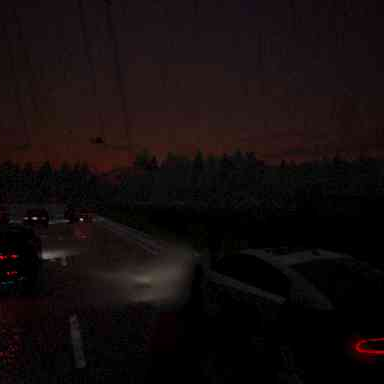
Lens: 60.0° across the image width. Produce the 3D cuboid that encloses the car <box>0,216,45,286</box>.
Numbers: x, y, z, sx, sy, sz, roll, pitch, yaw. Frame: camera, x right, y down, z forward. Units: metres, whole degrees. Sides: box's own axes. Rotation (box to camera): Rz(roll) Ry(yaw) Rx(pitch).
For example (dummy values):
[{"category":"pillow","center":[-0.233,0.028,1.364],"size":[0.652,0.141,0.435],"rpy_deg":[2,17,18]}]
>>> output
[{"category":"car","center":[-5.421,1.690,9.623],"size":[1.837,1.490,4.892],"rpy_deg":[0,-1,-23]}]

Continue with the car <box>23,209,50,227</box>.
[{"category":"car","center":[-12.675,2.059,27.073],"size":[2.033,1.411,5.357],"rpy_deg":[0,-1,-23]}]

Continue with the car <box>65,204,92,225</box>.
[{"category":"car","center":[-10.113,2.072,29.921],"size":[1.837,1.490,4.892],"rpy_deg":[0,-1,-22]}]

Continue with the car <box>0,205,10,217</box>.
[{"category":"car","center":[-17.199,1.895,28.842],"size":[2.097,1.767,4.553],"rpy_deg":[0,-1,-23]}]

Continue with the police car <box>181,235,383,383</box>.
[{"category":"police car","center":[1.334,1.533,5.424],"size":[1.930,1.638,5.238],"rpy_deg":[0,-1,-23]}]

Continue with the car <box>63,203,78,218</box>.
[{"category":"car","center":[-14.396,2.110,40.142],"size":[2.097,1.767,4.553],"rpy_deg":[0,-1,-22]}]
